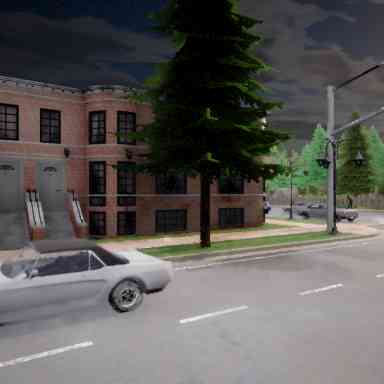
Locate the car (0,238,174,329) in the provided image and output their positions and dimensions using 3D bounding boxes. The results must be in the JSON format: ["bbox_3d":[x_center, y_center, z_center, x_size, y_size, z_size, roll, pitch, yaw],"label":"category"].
[{"bbox_3d":[-2.803,1.601,6.153,4.718,1.301,1.895,0,0,-34],"label":"car"}]

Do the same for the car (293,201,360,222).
[{"bbox_3d":[10.759,1.601,26.583,1.895,1.301,4.718,0,0,-31],"label":"car"}]

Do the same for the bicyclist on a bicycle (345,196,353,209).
[{"bbox_3d":[19.240,1.301,40.664,1.656,1.620,0.582,0,0,-31],"label":"bicyclist on a bicycle"}]

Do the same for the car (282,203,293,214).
[{"bbox_3d":[11.192,1.601,32.718,1.895,1.301,4.718,0,0,-31],"label":"car"}]

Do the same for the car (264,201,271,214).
[{"bbox_3d":[5.784,1.221,34.980,2.150,2.045,5.566,0,0,-31],"label":"car"}]
